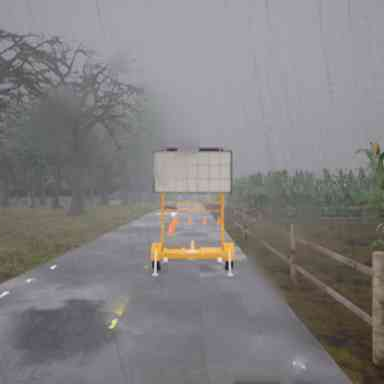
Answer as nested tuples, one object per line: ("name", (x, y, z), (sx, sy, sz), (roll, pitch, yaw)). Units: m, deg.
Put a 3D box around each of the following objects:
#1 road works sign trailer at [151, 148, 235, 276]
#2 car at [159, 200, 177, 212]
("road works sign trailer", (0.023, 0.451, 10.268), (2.380, 3.560, 2.880), (0, 0, 0))
("car", (-2.760, 1.624, 39.523), (2.033, 1.411, 5.357), (0, 0, 0))
